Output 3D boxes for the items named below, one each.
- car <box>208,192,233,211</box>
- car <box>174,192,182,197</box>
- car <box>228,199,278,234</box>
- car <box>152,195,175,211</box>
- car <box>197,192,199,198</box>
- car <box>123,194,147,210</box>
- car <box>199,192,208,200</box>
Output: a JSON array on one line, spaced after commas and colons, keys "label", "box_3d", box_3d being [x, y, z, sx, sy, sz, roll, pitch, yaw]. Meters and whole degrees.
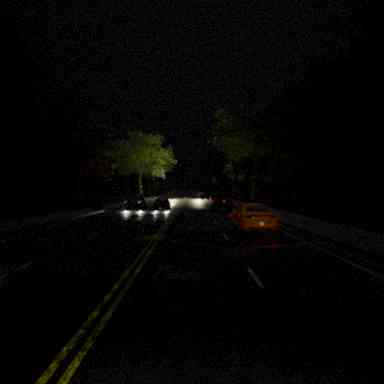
[{"label": "car", "box_3d": [3.308, 1.001, 37.251, 2.150, 2.045, 5.566, 0, 0, 0]}, {"label": "car", "box_3d": [-3.384, 0.719, 78.540, 1.837, 1.490, 4.892, 0, 0, 0]}, {"label": "car", "box_3d": [3.332, 1.350, 18.329, 1.882, 1.535, 5.008, 0, 0, 0]}, {"label": "car", "box_3d": [-3.389, 1.323, 38.021, 2.033, 1.411, 5.357, 0, 0, 0]}, {"label": "car", "box_3d": [3.047, 0.909, 89.172, 2.097, 1.767, 4.553, 0, 0, 0]}, {"label": "car", "box_3d": [-6.635, 1.123, 39.051, 2.097, 1.767, 4.553, 0, 0, 0]}, {"label": "car", "box_3d": [3.118, 1.109, 78.192, 1.837, 1.490, 4.892, 0, 0, 0]}]
